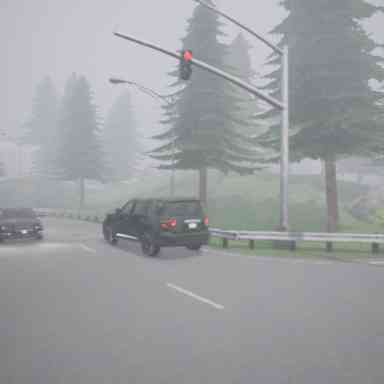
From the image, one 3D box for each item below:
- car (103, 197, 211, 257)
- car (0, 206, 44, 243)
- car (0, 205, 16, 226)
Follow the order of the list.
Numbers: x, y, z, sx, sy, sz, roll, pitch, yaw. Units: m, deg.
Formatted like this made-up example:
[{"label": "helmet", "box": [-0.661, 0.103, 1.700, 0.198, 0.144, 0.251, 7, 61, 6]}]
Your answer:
[{"label": "car", "box": [-1.601, 1.221, 13.289, 2.150, 2.045, 5.566, 0, 0, -37]}, {"label": "car", "box": [-8.694, 1.497, 16.444, 1.837, 1.490, 4.892, 0, 0, -36]}, {"label": "car", "box": [-14.467, 1.592, 23.699, 4.718, 1.301, 1.895, 0, 0, 42]}]
